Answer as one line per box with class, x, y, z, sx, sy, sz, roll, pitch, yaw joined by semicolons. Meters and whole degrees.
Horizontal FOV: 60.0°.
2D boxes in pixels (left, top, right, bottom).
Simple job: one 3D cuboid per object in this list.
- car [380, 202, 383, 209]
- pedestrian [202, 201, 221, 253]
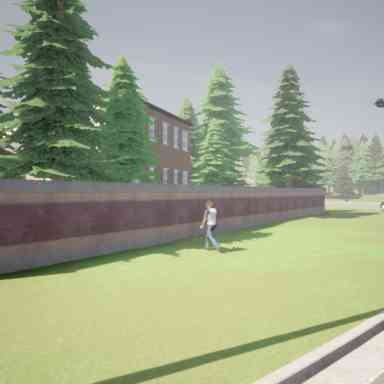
car;25.211;1.505;40.670;1.837;1.490;4.892;0;0;-6
pedestrian;0.689;1.141;11.655;0.375;1.860;0.375;0;0;-42
